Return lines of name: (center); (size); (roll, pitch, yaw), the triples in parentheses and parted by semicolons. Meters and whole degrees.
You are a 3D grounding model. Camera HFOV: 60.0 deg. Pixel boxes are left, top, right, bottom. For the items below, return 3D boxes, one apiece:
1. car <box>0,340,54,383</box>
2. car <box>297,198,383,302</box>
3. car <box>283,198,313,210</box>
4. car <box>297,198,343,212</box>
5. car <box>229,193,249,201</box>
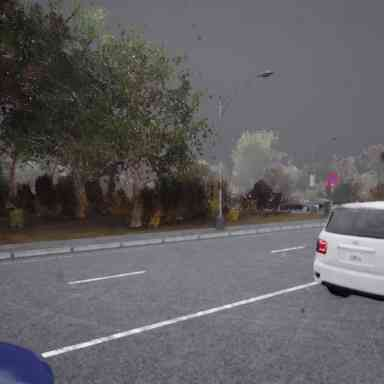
car: (-3.103, 1.527, 1.529); (4.674, 1.442, 1.812); (0, 0, -36)
car: (5.017, 1.217, 7.332); (5.566, 2.045, 2.150); (0, 0, -35)
car: (12.507, 1.476, 38.731); (2.128, 1.511, 4.902); (0, 0, -33)
car: (15.537, 1.474, 40.515); (2.128, 1.511, 4.902); (0, 0, -32)
car: (7.263, 1.197, 47.061); (2.150, 2.045, 5.566); (0, 0, -32)
